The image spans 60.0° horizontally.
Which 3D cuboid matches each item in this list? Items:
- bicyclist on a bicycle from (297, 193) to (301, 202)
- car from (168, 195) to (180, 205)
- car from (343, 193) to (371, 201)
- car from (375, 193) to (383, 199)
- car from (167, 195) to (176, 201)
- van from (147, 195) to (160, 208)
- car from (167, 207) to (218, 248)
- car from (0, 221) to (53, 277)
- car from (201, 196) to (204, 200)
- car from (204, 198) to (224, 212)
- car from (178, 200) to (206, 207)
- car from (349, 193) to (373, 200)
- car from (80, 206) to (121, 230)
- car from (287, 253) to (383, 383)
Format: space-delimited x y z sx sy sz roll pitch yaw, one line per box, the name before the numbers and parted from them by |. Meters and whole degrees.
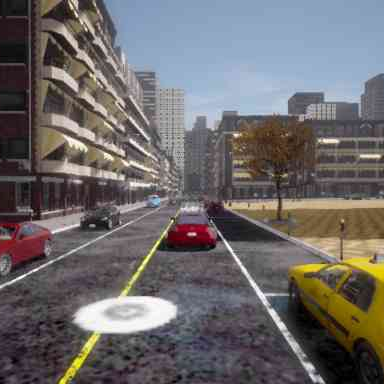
bicyclist on a bicycle | 20.244 1.045 63.138 0.582 1.620 1.656 -1 0 -1
car | -3.001 1.545 59.623 2.128 1.511 4.902 0 0 0
car | 32.466 1.081 66.249 4.403 1.369 2.008 -1 1 -1
car | 43.486 0.846 74.785 4.403 1.369 2.008 -1 1 -1
car | -5.697 1.615 92.293 2.008 1.369 4.403 0 0 0
van | -5.699 1.355 48.817 1.690 1.788 3.998 0 0 0
car | 0.000 1.571 14.651 1.994 1.385 4.181 0 0 0
car | -5.697 1.579 10.130 1.802 1.307 4.206 0 0 0
car | 2.683 1.558 48.816 1.887 1.381 4.507 0 0 0
car | 2.683 1.550 37.764 1.887 1.381 4.507 0 0 0
car | 0.000 1.618 29.682 1.895 1.301 4.718 0 0 0
car | 37.918 0.948 74.706 4.313 1.339 1.947 -1 1 -1
car | -5.697 1.564 21.184 1.947 1.339 4.313 0 0 0
car | 2.683 1.523 4.774 1.752 1.417 4.829 0 0 0
